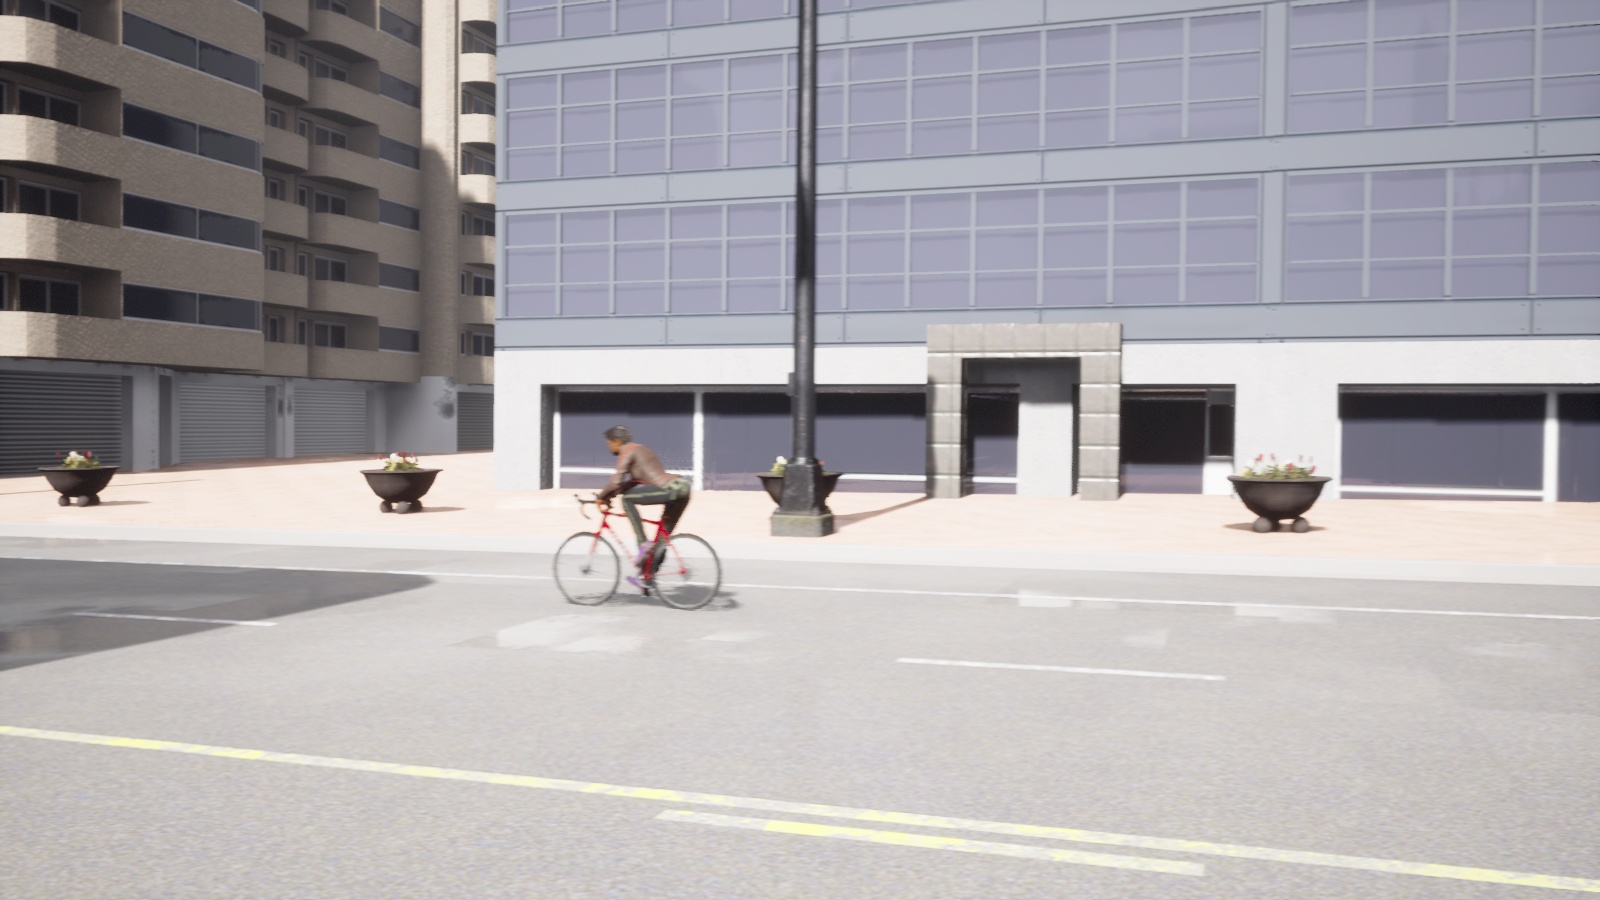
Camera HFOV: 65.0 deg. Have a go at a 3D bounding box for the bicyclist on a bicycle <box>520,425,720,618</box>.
[{"bbox_3d":[-1.592,0.595,11.113,1.656,1.620,0.582,0,1,19],"label":"bicyclist on a bicycle"}]
